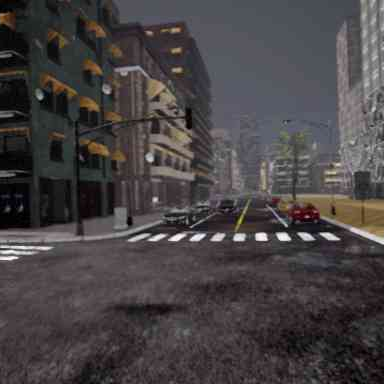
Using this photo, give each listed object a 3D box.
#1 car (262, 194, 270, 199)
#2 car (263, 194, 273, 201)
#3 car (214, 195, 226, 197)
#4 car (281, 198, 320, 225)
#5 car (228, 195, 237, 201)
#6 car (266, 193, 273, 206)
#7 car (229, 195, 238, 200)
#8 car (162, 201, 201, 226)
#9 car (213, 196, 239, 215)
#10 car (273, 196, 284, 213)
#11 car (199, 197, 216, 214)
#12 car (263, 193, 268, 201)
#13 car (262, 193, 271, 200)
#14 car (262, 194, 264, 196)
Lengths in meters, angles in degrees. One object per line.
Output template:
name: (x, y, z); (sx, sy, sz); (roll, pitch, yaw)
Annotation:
car: (19.444, 1.162, 87.541); (2.008, 1.369, 4.403); (-2, 0, 10)
car: (17.427, 1.189, 76.662); (2.008, 1.369, 4.403); (-2, 0, 11)
car: (3.138, 1.437, 45.550); (1.967, 1.590, 4.097); (-2, 0, 11)
car: (7.344, 1.354, 22.262); (1.887, 1.381, 4.507); (-2, 0, 11)
car: (10.200, 1.438, 83.629); (2.008, 1.369, 4.403); (-2, 0, 11)
car: (12.386, 1.299, 49.461); (1.802, 1.307, 4.206); (-2, 0, 11)
car: (11.208, 1.425, 89.069); (2.008, 1.369, 4.403); (-2, 0, 11)
car: (-0.892, 1.622, 23.790); (2.008, 1.369, 4.403); (-2, 0, 11)
car: (3.532, 1.497, 32.919); (1.837, 1.490, 4.892); (-2, 0, 11)
car: (9.390, 1.295, 33.309); (1.752, 1.417, 4.829); (-2, 0, 11)
car: (1.125, 1.583, 34.670); (2.008, 1.369, 4.403); (-2, 0, 11)
car: (14.432, 1.208, 60.509); (1.752, 1.417, 4.829); (-2, 0, 11)
car: (18.432, 1.065, 82.101); (1.967, 1.590, 4.097); (-2, 0, 11)
car: (16.419, 1.197, 71.222); (1.887, 1.381, 4.507); (-2, 0, 11)
